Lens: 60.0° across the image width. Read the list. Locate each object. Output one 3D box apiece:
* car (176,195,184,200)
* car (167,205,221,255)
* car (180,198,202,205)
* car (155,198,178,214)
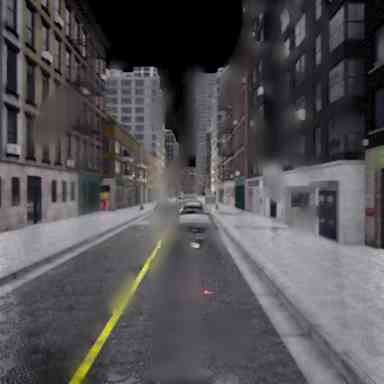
[{"bbox_3d":[-2.754,1.361,77.730,2.033,1.411,5.357,0,0,0],"label":"car"},{"bbox_3d":[0.093,1.505,13.274,1.837,1.490,4.892,0,0,0],"label":"car"},{"bbox_3d":[0.093,1.509,28.716,1.837,1.490,4.892,0,0,0],"label":"car"},{"bbox_3d":[-2.848,1.609,35.289,1.895,1.301,4.718,0,0,0],"label":"car"}]
